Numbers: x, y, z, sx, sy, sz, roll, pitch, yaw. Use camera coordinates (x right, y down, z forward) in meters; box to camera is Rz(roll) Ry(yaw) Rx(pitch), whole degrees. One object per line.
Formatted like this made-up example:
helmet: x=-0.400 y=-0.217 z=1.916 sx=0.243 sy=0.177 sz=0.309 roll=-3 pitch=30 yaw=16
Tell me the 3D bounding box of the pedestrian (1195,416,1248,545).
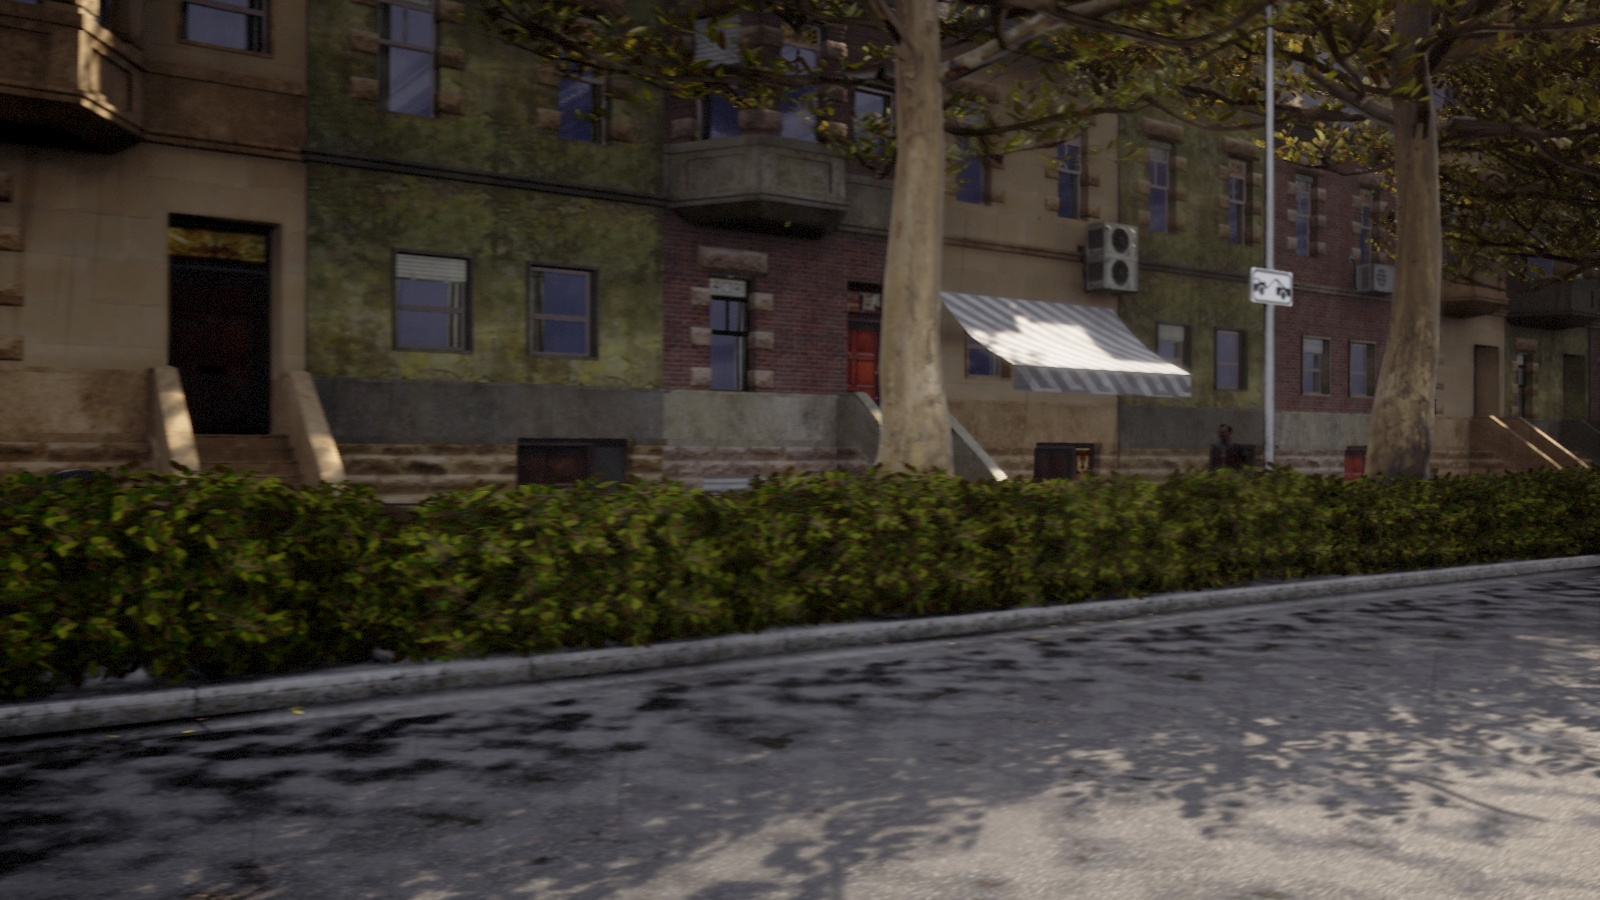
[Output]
pedestrian: x=6.192 y=0.435 z=18.440 sx=0.720 sy=1.854 sz=0.376 roll=0 pitch=0 yaw=-36
